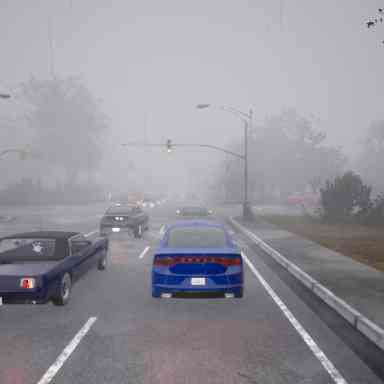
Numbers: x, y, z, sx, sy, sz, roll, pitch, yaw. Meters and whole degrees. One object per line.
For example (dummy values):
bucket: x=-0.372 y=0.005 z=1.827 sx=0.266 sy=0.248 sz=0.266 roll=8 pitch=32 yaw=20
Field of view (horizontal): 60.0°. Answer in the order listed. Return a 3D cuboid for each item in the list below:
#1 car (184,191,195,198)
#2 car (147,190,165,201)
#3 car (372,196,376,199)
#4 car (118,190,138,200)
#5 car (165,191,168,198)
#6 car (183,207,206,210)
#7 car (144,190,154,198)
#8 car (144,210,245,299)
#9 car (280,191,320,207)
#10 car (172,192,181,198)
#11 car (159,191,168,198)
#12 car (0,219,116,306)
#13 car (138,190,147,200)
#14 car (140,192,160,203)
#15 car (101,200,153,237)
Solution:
car: x=-0.374 y=0.553 z=85.948 sx=2.097 sy=1.767 sz=4.553 roll=0 pitch=1 yaw=-4
car: x=-6.968 y=0.957 z=64.206 sx=1.882 sy=1.535 sz=5.008 roll=0 pitch=1 yaw=0
car: x=24.095 y=1.233 z=43.302 sx=4.181 sy=1.385 sz=1.994 roll=0 pitch=1 yaw=-3
car: x=-10.539 y=0.931 z=53.788 sx=2.097 sy=1.767 sz=4.553 roll=0 pitch=0 yaw=1
car: x=-6.988 y=0.958 z=74.231 sx=1.895 sy=1.301 sz=4.718 roll=0 pitch=1 yaw=-1
car: x=0.125 y=1.459 z=17.531 sx=1.994 sy=1.385 sz=4.181 roll=0 pitch=1 yaw=0
car: x=-10.796 y=0.446 z=84.166 sx=2.150 sy=2.045 sz=5.566 roll=0 pitch=1 yaw=-3
car: x=0.113 y=1.446 z=8.477 sx=1.882 sy=1.535 sz=5.008 roll=0 pitch=0 yaw=0
car: x=14.181 y=0.895 z=42.792 sx=5.566 sy=2.045 sz=2.150 roll=0 pitch=1 yaw=-6
car: x=-3.861 y=0.742 z=85.548 sx=2.033 sy=1.411 sz=5.357 roll=0 pitch=1 yaw=-4
car: x=-7.306 y=0.572 z=84.465 sx=2.097 sy=1.767 sz=4.553 roll=0 pitch=1 yaw=-3
car: x=-3.388 y=1.573 z=7.931 sx=1.895 sy=1.301 sz=4.718 roll=0 pitch=0 yaw=0
car: x=-10.466 y=0.710 z=63.371 sx=2.150 sy=2.045 sz=5.566 roll=0 pitch=1 yaw=0
car: x=-7.009 y=1.128 z=55.398 sx=1.994 sy=1.385 sz=4.181 roll=0 pitch=1 yaw=0
car: x=-3.375 y=1.402 z=17.211 sx=1.837 sy=1.490 sz=4.892 roll=0 pitch=1 yaw=0
